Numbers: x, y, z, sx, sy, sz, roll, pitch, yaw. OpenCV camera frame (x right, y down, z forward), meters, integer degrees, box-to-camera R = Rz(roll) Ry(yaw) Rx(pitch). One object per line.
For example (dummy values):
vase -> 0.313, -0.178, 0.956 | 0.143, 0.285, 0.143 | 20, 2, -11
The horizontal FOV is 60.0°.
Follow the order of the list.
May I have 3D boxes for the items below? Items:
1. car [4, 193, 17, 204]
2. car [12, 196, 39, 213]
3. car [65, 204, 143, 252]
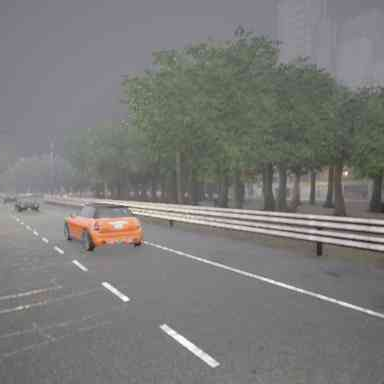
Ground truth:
car -> -30.393, 1.020, 56.222 | 2.097, 1.767, 4.553 | 0, 0, -26
car -> -17.303, 1.395, 34.751 | 1.895, 1.301, 4.718 | 0, 0, -33
car -> -3.826, 1.268, 13.884 | 2.097, 1.767, 4.553 | 0, 0, -33
